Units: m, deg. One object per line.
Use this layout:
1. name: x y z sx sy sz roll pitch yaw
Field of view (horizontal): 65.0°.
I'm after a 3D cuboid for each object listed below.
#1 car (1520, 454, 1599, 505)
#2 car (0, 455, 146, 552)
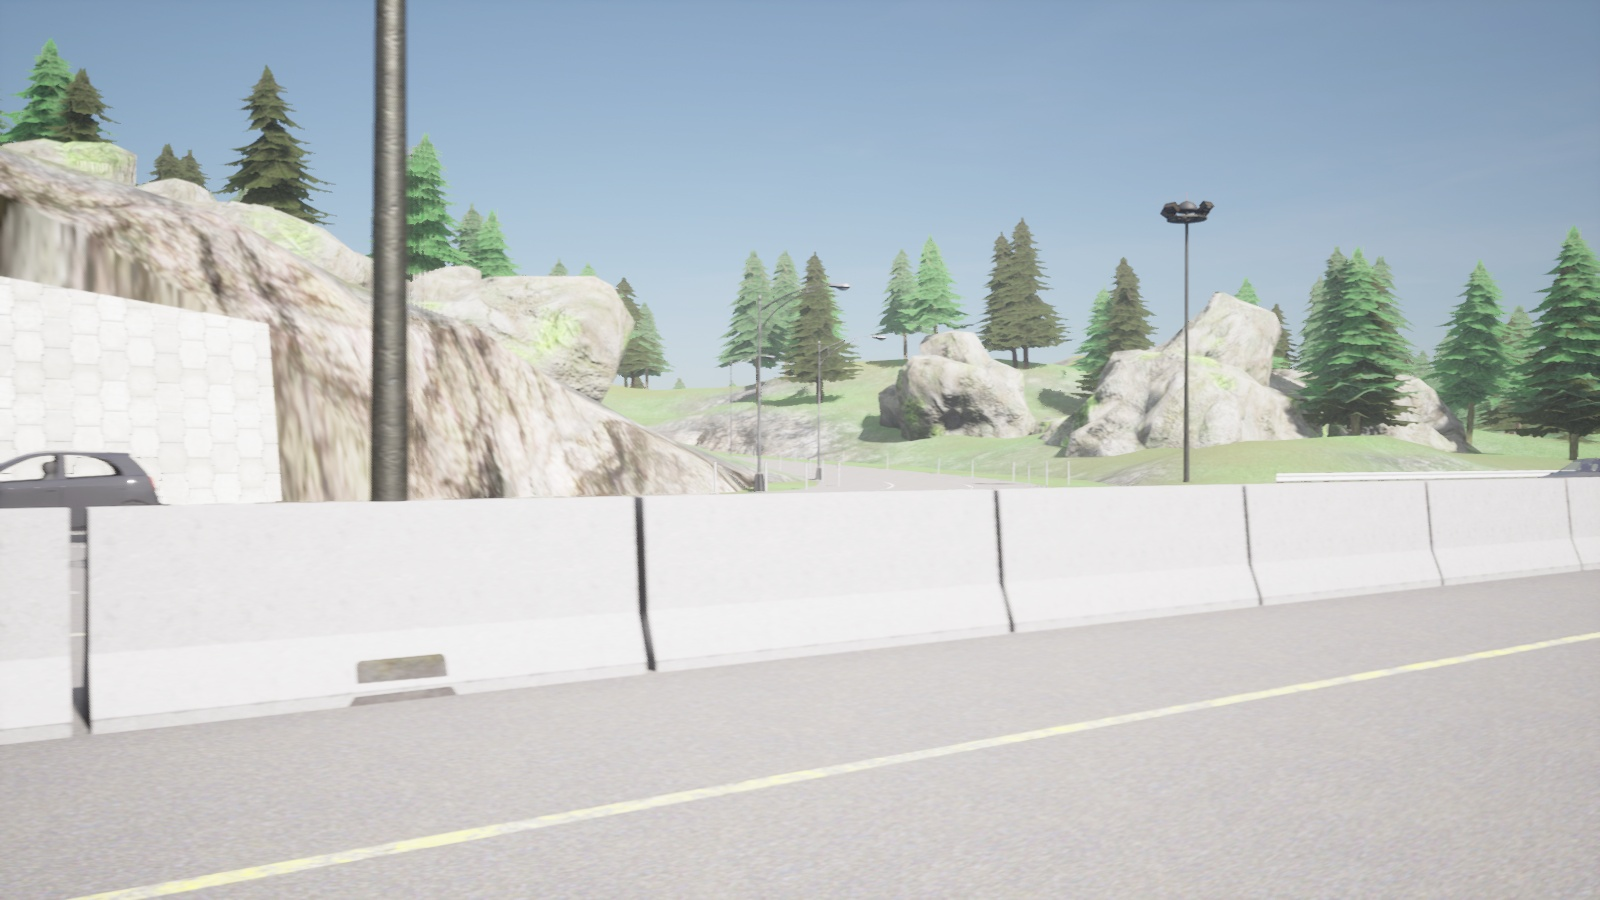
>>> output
1. car: 23.717 0.833 37.224 5.357 1.411 2.033 0 0 -35
2. car: -12.773 0.835 20.354 3.633 1.501 1.845 0 0 -35
